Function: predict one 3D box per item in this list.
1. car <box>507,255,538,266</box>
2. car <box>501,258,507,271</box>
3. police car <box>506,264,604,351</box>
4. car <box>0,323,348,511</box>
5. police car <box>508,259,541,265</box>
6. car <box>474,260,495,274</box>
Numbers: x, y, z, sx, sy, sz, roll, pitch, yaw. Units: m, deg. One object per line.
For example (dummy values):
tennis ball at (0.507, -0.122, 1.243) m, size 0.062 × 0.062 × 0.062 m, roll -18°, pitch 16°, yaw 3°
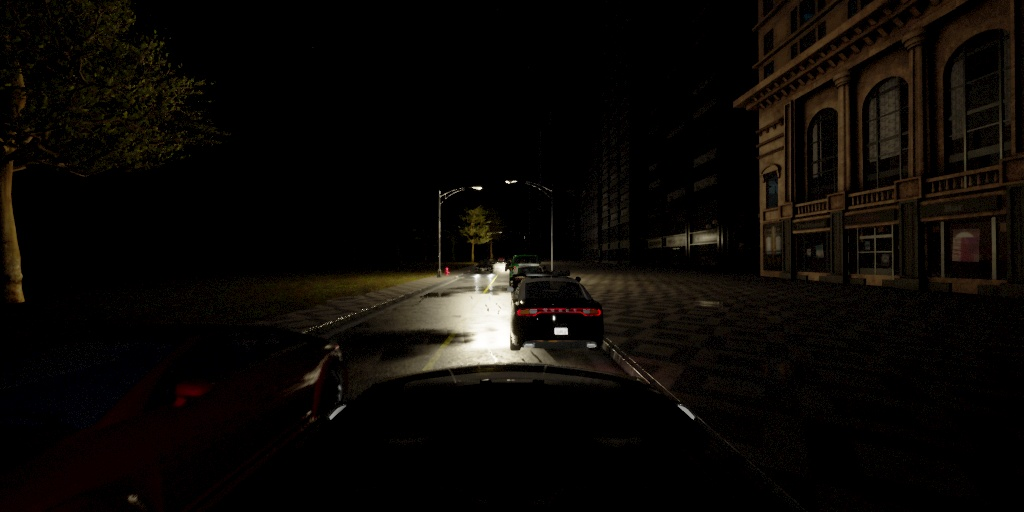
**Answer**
car at (0.894, 0.962, 25.070) m, size 2.150 × 2.045 × 5.566 m, roll 0°, pitch 0°, yaw 0°
car at (0.016, 1.251, 46.600) m, size 2.033 × 1.411 × 5.357 m, roll 0°, pitch 0°, yaw 1°
police car at (0.899, 1.174, 9.149) m, size 1.930 × 1.638 × 5.238 m, roll 0°, pitch 0°, yaw 0°
car at (-3.099, 1.314, 2.923) m, size 1.994 × 1.385 × 4.181 m, roll 0°, pitch 0°, yaw 0°
police car at (0.897, 1.169, 19.150) m, size 1.930 × 1.638 × 5.238 m, roll 0°, pitch 0°, yaw 0°
car at (-3.006, 1.221, 39.755) m, size 1.837 × 1.490 × 4.892 m, roll 0°, pitch 0°, yaw 0°
